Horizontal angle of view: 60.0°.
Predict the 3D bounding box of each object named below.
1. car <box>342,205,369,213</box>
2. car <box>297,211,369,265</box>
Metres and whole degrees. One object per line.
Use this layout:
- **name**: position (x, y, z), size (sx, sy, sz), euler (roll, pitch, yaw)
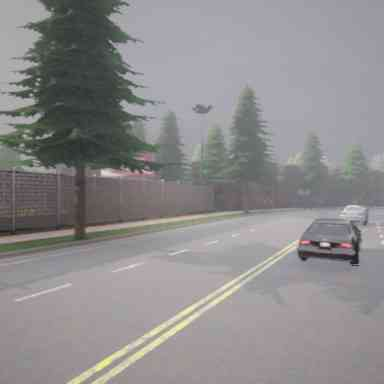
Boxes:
- **car**: position (13.069, 1.796, 26.676), size (1.812, 1.442, 4.674), euler (0, 0, 31)
- **car**: position (5.236, 1.664, 12.293), size (2.033, 1.411, 5.357), euler (0, 0, 28)
